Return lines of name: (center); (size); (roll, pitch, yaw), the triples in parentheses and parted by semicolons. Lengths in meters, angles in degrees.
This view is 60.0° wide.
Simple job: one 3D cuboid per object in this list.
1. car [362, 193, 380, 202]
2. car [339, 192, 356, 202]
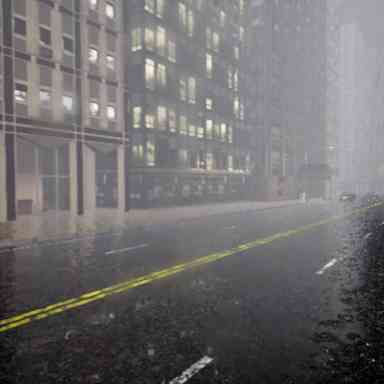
car: (26.994, 0.793, 50.052); (2.033, 1.411, 5.357); (1, 1, 36)
car: (24.352, 0.707, 51.944); (2.128, 1.511, 4.902); (1, 1, 36)
